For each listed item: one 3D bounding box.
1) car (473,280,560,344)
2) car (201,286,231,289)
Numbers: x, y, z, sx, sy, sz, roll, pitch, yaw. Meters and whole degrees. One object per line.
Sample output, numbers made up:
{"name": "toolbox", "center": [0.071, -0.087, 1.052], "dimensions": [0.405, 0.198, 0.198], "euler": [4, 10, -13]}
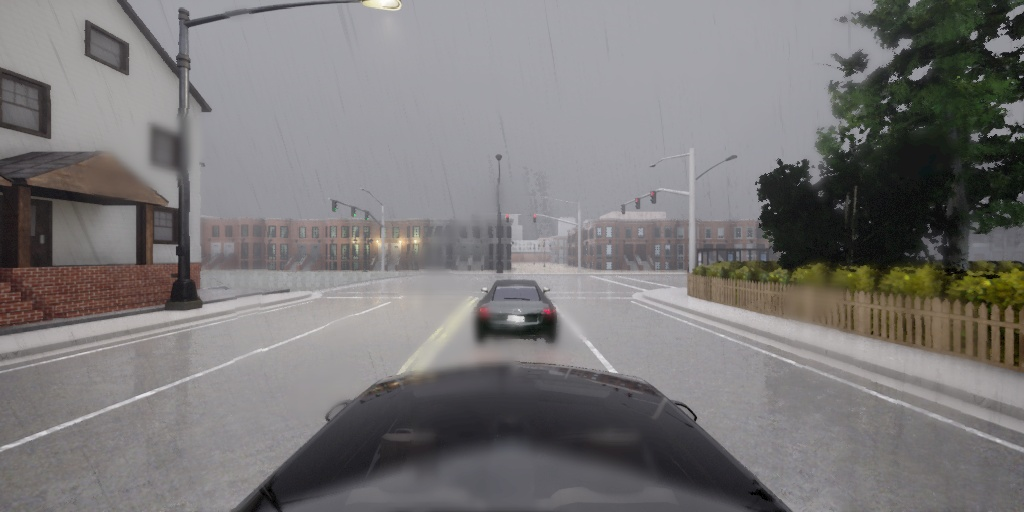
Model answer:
{"name": "car", "center": [0.101, 1.317, 9.648], "dimensions": [1.994, 1.385, 4.181], "euler": [0, 0, 0]}
{"name": "car", "center": [-22.431, 3.319, 26.904], "dimensions": [5.566, 2.045, 2.150], "euler": [-13, 1, -1]}
